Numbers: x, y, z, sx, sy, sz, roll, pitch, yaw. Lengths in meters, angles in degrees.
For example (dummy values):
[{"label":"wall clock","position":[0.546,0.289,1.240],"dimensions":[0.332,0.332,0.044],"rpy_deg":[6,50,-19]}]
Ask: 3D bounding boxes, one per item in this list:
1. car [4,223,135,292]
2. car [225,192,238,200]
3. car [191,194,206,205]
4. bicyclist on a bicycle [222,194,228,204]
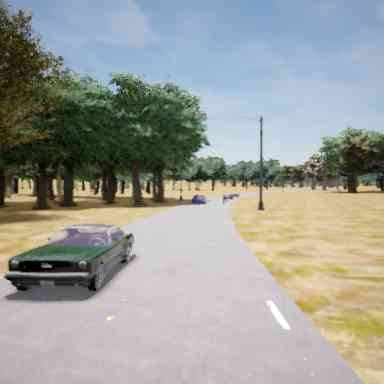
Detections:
[{"label":"car","position":[-2.924,1.579,9.064],"dimensions":[1.895,1.301,4.718],"rpy_deg":[0,0,2]},{"label":"car","position":[8.298,0.905,74.316],"dimensions":[2.128,1.511,4.902],"rpy_deg":[1,1,13]},{"label":"car","position":[1.050,1.125,52.198],"dimensions":[1.882,1.535,5.008],"rpy_deg":[0,1,9]},{"label":"bicyclist on a bicycle","position":[4.936,1.131,51.940],"dimensions":[0.582,1.620,1.656],"rpy_deg":[1,0,9]}]
